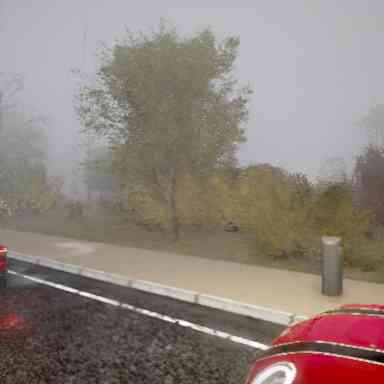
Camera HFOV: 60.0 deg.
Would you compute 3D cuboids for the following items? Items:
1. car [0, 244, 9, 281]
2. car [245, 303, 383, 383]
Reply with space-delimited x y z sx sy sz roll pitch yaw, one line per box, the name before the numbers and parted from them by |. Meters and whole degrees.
car | -6.333 1.494 8.328 4.674 1.442 1.812 0 0 36
car | 2.532 1.357 1.905 4.553 1.767 2.097 0 0 35
